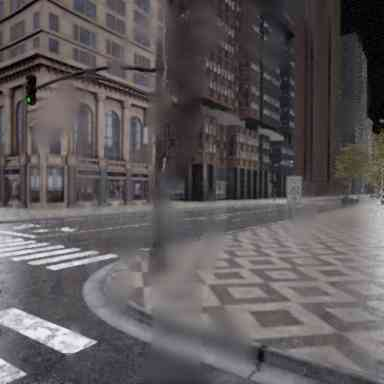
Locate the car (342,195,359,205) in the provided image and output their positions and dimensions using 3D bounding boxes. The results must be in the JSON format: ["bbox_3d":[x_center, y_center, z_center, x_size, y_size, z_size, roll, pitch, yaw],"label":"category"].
[{"bbox_3d":[25.985,1.294,54.534,1.882,1.535,5.008,1,0,35],"label":"car"}]
